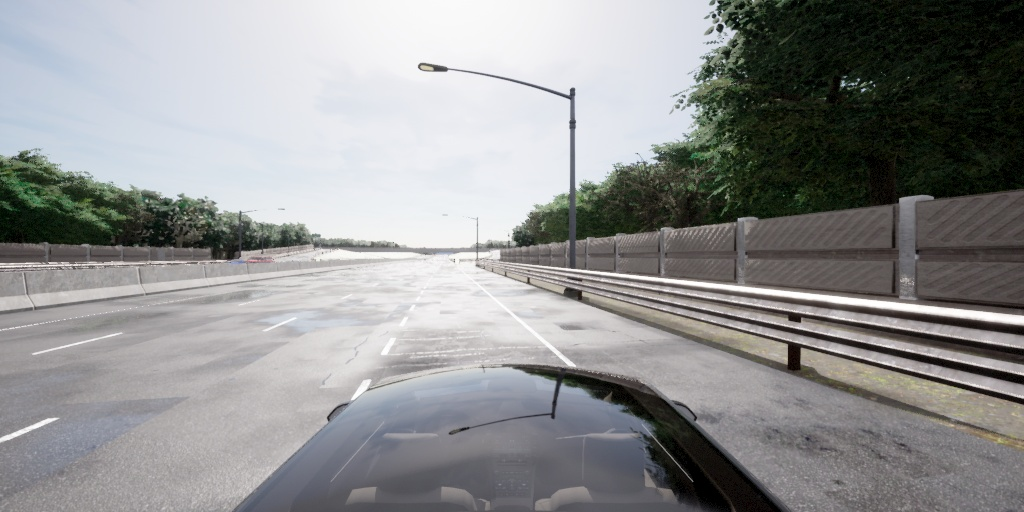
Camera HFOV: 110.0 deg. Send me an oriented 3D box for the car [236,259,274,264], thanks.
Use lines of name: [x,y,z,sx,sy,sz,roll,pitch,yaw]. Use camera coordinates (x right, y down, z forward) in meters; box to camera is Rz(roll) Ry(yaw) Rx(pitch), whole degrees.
car: [-28.583,1.327,40.975,2.033,1.411,5.357,0,0,-10]
